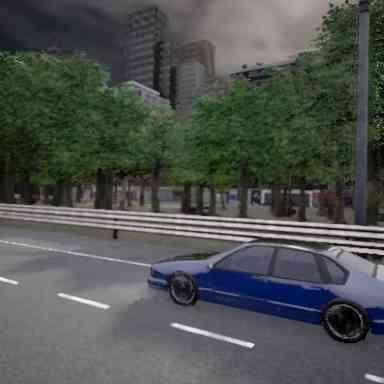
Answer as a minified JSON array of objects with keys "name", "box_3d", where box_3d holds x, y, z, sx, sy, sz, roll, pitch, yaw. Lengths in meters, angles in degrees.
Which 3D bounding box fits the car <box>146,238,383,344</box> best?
[{"name":"car","box_3d":[1.688,1.649,6.598,5.357,1.411,2.033,1,-1,31]}]
